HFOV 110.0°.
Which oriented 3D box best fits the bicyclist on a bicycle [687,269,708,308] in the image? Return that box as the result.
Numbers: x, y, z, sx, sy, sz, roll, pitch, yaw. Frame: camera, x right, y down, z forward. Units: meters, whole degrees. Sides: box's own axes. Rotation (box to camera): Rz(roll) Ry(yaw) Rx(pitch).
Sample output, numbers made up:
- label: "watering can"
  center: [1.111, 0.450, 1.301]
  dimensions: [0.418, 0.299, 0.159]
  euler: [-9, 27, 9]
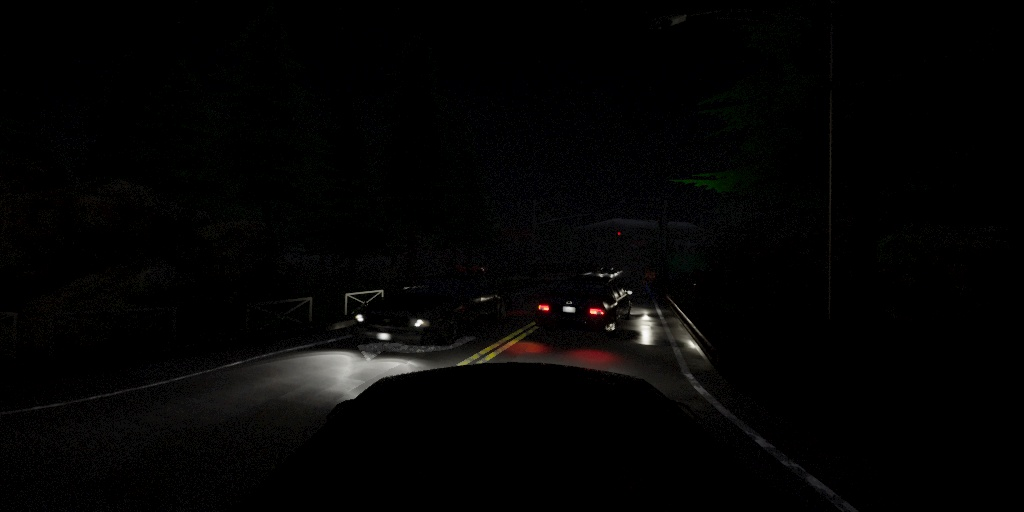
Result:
- label: "bicyclist on a bicycle"
  center: [7.833, 1.372, 15.106]
  dimensions: [1.656, 1.620, 0.582]
  euler: [1, -1, -35]

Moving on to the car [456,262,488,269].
- label: "car"
  center: [-4.994, 1.605, 44.528]
  dimensions: [4.553, 1.767, 2.097]
  euler: [1, -1, 20]

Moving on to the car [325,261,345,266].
- label: "car"
  center: [-25.092, 1.502, 52.068]
  dimensions: [4.674, 1.442, 1.812]
  euler: [1, -1, 24]

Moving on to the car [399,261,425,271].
- label: "car"
  center: [-13.884, 1.480, 47.703]
  dimensions: [4.553, 1.767, 2.097]
  euler: [1, -1, 20]

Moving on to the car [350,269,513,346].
- label: "car"
  center: [-1.572, 1.202, 9.361]
  dimensions: [2.033, 1.411, 5.357]
  euler: [1, -1, 19]

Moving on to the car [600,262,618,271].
- label: "car"
  center: [15.462, 2.024, 57.932]
  dimensions: [2.097, 1.767, 4.553]
  euler: [1, -1, 20]

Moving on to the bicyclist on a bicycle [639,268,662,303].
- label: "bicyclist on a bicycle"
  center: [6.384, 1.361, 16.484]
  dimensions: [1.656, 1.620, 0.582]
  euler: [1, -1, -32]

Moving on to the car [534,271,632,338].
- label: "car"
  center: [2.276, 1.289, 10.266]
  dimensions: [2.033, 1.411, 5.357]
  euler: [1, -1, 24]
